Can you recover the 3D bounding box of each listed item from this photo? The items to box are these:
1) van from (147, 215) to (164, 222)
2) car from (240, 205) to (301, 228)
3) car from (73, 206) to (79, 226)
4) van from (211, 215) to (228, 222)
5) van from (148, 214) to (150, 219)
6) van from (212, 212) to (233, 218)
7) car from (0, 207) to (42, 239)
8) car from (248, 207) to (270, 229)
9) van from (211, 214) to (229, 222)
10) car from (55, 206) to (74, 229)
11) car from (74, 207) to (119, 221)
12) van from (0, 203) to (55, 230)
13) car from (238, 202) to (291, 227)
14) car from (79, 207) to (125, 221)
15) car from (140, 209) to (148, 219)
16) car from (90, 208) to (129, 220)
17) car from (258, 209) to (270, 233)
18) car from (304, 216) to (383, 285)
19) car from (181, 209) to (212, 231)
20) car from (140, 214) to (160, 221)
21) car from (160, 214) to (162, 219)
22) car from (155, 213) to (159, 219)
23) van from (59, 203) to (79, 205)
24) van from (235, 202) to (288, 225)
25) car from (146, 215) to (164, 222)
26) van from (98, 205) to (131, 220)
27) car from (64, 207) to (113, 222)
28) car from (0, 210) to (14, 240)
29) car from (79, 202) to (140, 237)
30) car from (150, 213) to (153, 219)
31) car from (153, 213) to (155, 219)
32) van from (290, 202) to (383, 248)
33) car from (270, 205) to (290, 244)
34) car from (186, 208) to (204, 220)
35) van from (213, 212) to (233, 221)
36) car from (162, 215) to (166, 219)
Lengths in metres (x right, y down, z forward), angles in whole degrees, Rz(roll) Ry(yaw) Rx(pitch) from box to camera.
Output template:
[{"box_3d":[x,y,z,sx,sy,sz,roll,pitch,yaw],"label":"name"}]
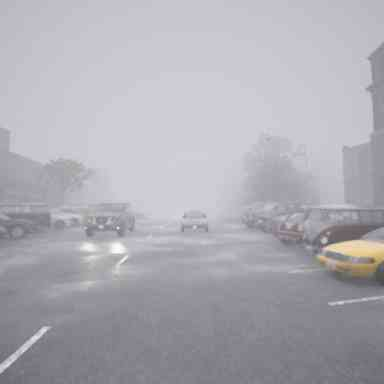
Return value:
[{"box_3d":[-10.330,7.489,94.470,4.442,1.987,1.878,1,-6,-19],"label":"van"},{"box_3d":[6.546,1.978,27.824,4.553,1.767,2.185,1,-2,-19],"label":"car"},{"box_3d":[-11.308,2.113,27.340,4.674,1.452,2.002,0,-2,-20],"label":"car"},{"box_3d":[7.703,7.464,94.145,4.442,1.987,1.878,3,-6,-19],"label":"van"},{"box_3d":[-10.745,4.272,62.457,4.442,1.987,1.878,1,-6,-19],"label":"van"},{"box_3d":[7.133,5.676,76.490,4.442,1.987,1.878,3,-6,-19],"label":"van"},{"box_3d":[-11.369,1.823,18.536,5.008,1.535,2.097,0,-2,-20],"label":"car"},{"box_3d":[6.498,1.958,21.839,4.792,1.488,2.163,1,-2,-20],"label":"car"},{"box_3d":[7.369,6.855,88.205,4.442,1.987,1.878,3,-6,-19],"label":"van"},{"box_3d":[-11.329,2.024,24.403,4.674,1.452,2.002,0,-2,-20],"label":"car"},{"box_3d":[-11.199,2.572,39.042,4.892,1.521,2.231,0,-3,-19],"label":"car"},{"box_3d":[-11.457,1.676,21.435,4.442,1.987,1.878,0,-1,-20],"label":"van"},{"box_3d":[6.473,1.761,24.809,5.566,2.045,2.435,1,-2,-20],"label":"car"},{"box_3d":[-11.332,2.740,41.894,5.366,1.575,1.946,0,-4,-19],"label":"car"},{"box_3d":[-10.930,3.666,56.584,5.566,2.045,2.435,1,-6,-19],"label":"car"},{"box_3d":[-11.129,2.940,44.879,4.892,1.521,2.231,0,-4,-19],"label":"car"},{"box_3d":[6.448,1.889,18.835,4.674,1.452,2.002,1,-2,-20],"label":"car"},{"box_3d":[6.241,1.647,9.791,5.366,1.575,1.946,1,-1,-20],"label":"car"},{"box_3d":[0.194,2.102,24.231,1.895,1.301,4.718,0,-2,0],"label":"car"},{"box_3d":[-10.486,6.405,82.829,4.553,1.767,2.185,1,-6,-19],"label":"car"},{"box_3d":[-10.501,6.238,79.899,4.892,1.521,2.231,1,-6,-19],"label":"car"},{"box_3d":[-10.801,5.647,74.002,5.366,1.575,1.946,1,-6,-19],"label":"car"},{"box_3d":[-11.367,2.058,33.161,4.442,1.987,1.878,0,-2,-19],"label":"van"},{"box_3d":[6.428,1.975,30.769,4.442,1.987,1.878,1,-2,-19],"label":"van"},{"box_3d":[-10.248,7.292,91.591,4.553,1.767,2.185,1,-6,-19],"label":"car"},{"box_3d":[-11.195,2.926,47.772,4.442,1.987,1.878,1,-4,-19],"label":"van"},{"box_3d":[-11.232,2.417,36.119,5.008,1.535,2.097,0,-3,-19],"label":"car"},{"box_3d":[-11.350,1.782,15.618,4.792,1.488,2.163,0,-2,-20],"label":"car"},{"box_3d":[-5.023,1.638,21.182,2.150,2.045,5.566,0,-1,0],"label":"car"},{"box_3d":[-10.825,4.813,65.296,4.792,1.488,2.163,1,-6,-19],"label":"car"},{"box_3d":[-10.918,5.068,68.171,5.366,1.575,1.946,1,-6,-19],"label":"car"},{"box_3d":[6.319,1.483,12.811,4.442,1.987,1.878,1,-1,-20],"label":"van"},{"box_3d":[6.408,1.652,15.840,4.553,1.767,2.185,1,-2,-20],"label":"car"},{"box_3d":[0.358,2.780,41.450,2.033,1.411,5.357,0,-4,1],"label":"car"},{"box_3d":[7.410,5.981,79.503,4.442,1.987,1.878,3,-6,-19],"label":"van"},{"box_3d":[-10.422,6.574,85.749,5.566,2.045,2.435,1,-6,-19],"label":"car"}]
